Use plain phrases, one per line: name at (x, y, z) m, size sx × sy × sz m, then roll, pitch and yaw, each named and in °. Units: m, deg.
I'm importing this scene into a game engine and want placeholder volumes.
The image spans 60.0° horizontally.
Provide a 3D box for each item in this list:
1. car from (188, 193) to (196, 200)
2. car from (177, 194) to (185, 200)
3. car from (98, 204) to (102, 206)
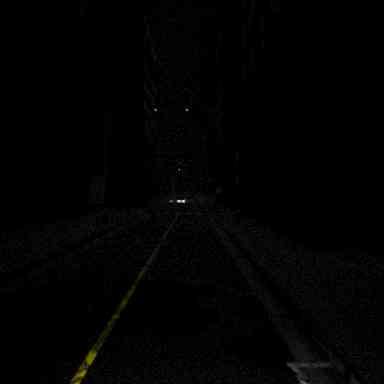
car at (0.013, 1.326, 86.016) m, size 1.837 × 1.490 × 4.892 m, roll 0°, pitch 0°, yaw 0°
car at (-2.737, 1.365, 84.800) m, size 2.128 × 1.511 × 4.902 m, roll 0°, pitch 0°, yaw 0°
car at (-14.795, 1.487, 46.256) m, size 4.403 × 1.369 × 2.008 m, roll 0°, pitch 0°, yaw 0°
